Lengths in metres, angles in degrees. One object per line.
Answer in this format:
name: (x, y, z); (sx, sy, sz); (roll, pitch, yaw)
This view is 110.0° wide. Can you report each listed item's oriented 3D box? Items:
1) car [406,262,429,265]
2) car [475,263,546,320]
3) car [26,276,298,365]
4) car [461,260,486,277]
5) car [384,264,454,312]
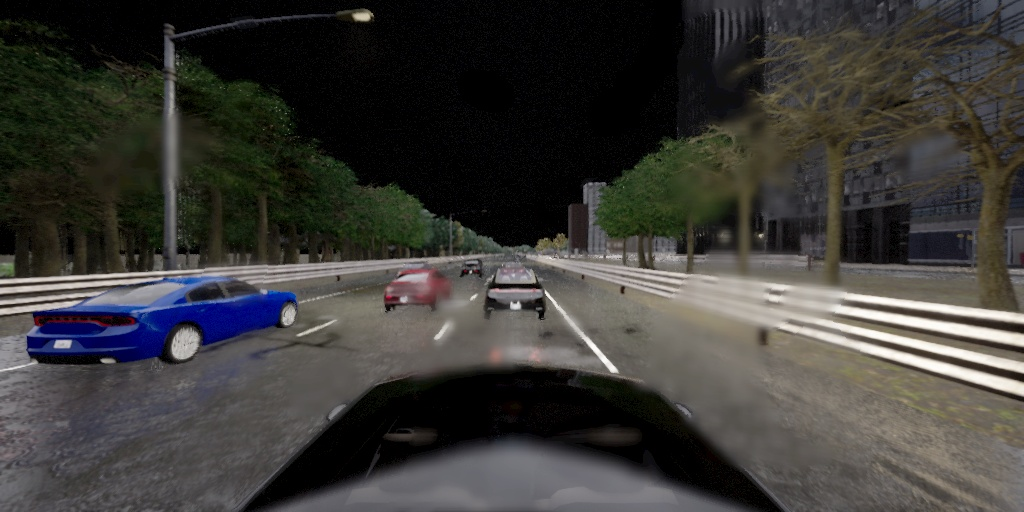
car: (-6.893, 1.137, 26.486); (2.033, 1.411, 5.357); (0, 0, 0)
car: (0.102, 1.174, 12.377); (2.128, 1.511, 4.902); (0, 0, 0)
car: (-6.901, 1.189, 7.985); (1.882, 1.535, 5.008); (0, 0, 0)
car: (-3.394, 1.058, 31.887); (1.837, 1.490, 4.892); (0, 0, 0)
car: (-3.398, 1.200, 13.677); (1.812, 1.442, 4.674); (0, 0, 0)
